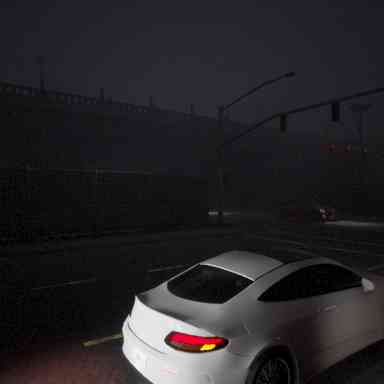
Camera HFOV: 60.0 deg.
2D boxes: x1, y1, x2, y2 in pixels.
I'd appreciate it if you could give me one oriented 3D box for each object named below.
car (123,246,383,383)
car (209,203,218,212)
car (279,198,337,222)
[{"bbox_3d":[1.343,1.526,4.745,4.674,1.442,1.812,0,0,-35],"label":"car"},{"bbox_3d":[0.918,1.603,39.076,2.033,1.411,5.357,0,0,-36],"label":"car"},{"bbox_3d":[9.405,1.399,27.192,2.097,1.767,4.553,0,0,-36],"label":"car"}]
